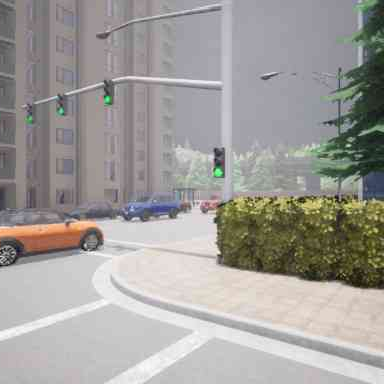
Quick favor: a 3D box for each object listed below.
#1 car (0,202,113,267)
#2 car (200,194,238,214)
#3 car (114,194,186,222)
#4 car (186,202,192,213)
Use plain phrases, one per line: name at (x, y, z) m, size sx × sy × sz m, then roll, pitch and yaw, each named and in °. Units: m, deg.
car at (-5.387, 1.352, 11.808) m, size 2.097 × 1.767 × 4.553 m, roll 0°, pitch 0°, yaw 36°
car at (3.109, 1.221, 35.563) m, size 2.150 × 2.045 × 5.566 m, roll 0°, pitch 0°, yaw 36°
car at (-3.237, 1.221, 26.930) m, size 2.150 × 2.045 × 5.566 m, roll 0°, pitch 0°, yaw 36°
car at (-2.053, 1.478, 34.453) m, size 1.882 × 1.535 × 5.008 m, roll 0°, pitch 0°, yaw 36°
